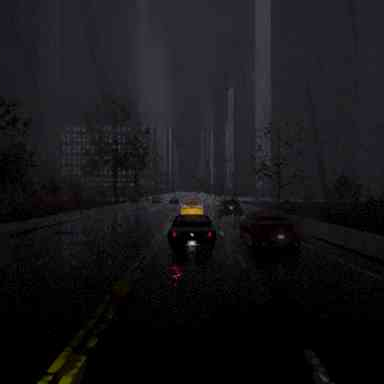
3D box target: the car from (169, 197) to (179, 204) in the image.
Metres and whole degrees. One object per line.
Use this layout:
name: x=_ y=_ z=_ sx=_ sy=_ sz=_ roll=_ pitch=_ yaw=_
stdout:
car: x=-3.227 y=1.614 z=62.624 sx=1.895 sy=1.301 sz=4.718 roll=0 pitch=0 yaw=0

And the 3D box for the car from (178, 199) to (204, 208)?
car: x=0.011 y=1.478 z=29.628 sx=1.882 sy=1.535 sz=5.008 roll=0 pitch=0 yaw=0

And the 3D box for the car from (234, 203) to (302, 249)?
car: x=3.255 y=1.484 z=14.626 sx=1.882 sy=1.535 sz=5.008 roll=0 pitch=0 yaw=0

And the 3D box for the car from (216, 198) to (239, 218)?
car: x=3.261 y=1.360 z=29.597 sx=2.097 sy=1.767 sz=4.553 roll=0 pitch=0 yaw=0

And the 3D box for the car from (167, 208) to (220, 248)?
car: x=0.005 y=1.615 z=14.657 sx=1.895 sy=1.301 sz=4.718 roll=0 pitch=0 yaw=0

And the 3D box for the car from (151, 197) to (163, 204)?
car: x=-6.477 y=1.561 z=62.655 sx=2.033 sy=1.411 sz=5.357 roll=0 pitch=0 yaw=0
